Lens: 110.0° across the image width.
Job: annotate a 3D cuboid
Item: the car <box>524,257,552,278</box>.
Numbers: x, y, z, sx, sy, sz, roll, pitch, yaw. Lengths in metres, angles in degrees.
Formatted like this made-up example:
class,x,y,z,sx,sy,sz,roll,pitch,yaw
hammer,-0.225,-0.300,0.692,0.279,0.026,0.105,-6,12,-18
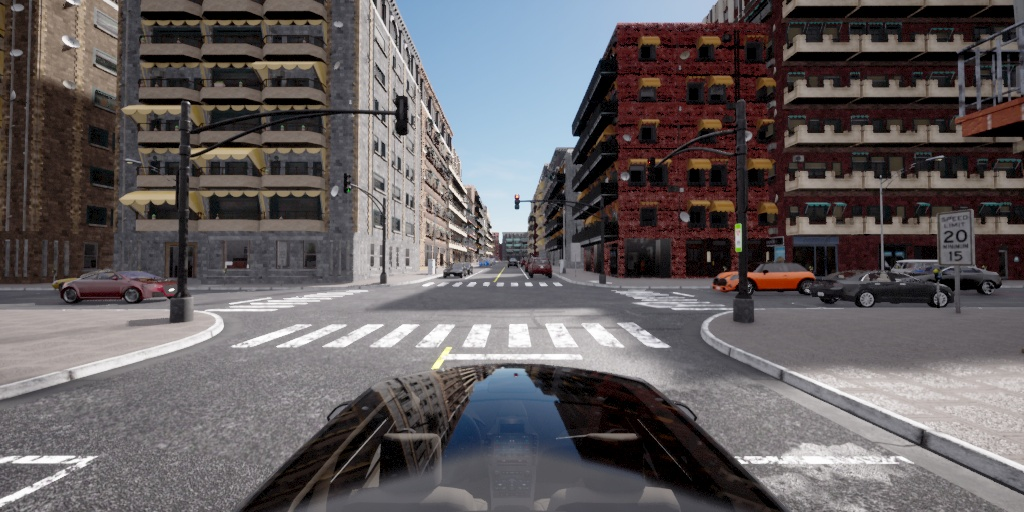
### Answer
class,x,y,z,sx,sy,sz,roll,pitch,yaw
car,2.602,1.076,33.731,2.192,1.841,5.009,0,0,0

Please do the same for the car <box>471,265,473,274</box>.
class,x,y,z,sx,sy,sz,roll,pitch,yaw
car,-5.273,1.331,39.255,1.948,1.339,4.313,0,0,0

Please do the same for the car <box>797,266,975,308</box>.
class,x,y,z,sx,sy,sz,roll,pitch,yaw
car,13.758,1.185,13.425,4.403,1.370,2.007,0,0,0

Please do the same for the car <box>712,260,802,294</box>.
class,x,y,z,sx,sy,sz,roll,pitch,yaw
car,13.136,1.102,18.895,4.553,1.767,2.097,0,-1,1

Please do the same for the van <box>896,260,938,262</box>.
class,x,y,z,sx,sy,sz,roll,pitch,yaw
van,24.925,1.115,21.265,3.998,1.789,1.690,0,0,0

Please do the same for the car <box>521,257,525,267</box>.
class,x,y,z,sx,sy,sz,roll,pitch,yaw
car,2.615,1.086,44.854,2.192,1.841,5.009,0,0,0

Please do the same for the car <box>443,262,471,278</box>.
class,x,y,z,sx,sy,sz,roll,pitch,yaw
car,-5.279,1.328,33.694,1.948,1.339,4.313,0,0,0

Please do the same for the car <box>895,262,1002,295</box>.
class,x,y,z,sx,sy,sz,roll,pitch,yaw
car,22.419,1.219,18.825,4.902,1.511,2.128,0,-1,0

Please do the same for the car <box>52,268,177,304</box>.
class,x,y,z,sx,sy,sz,roll,pitch,yaw
car,-17.192,1.339,16.014,4.181,1.385,1.994,0,-1,0

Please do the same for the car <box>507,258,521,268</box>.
class,x,y,z,sx,sy,sz,roll,pitch,yaw
car,0.168,1.329,63.892,1.837,1.490,4.892,0,0,0
